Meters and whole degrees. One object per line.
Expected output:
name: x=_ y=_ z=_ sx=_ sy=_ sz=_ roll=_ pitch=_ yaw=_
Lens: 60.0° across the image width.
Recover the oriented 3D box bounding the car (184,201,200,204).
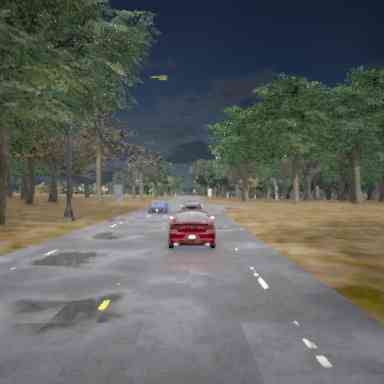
car: x=0.000 y=1.540 z=29.667 sx=1.837 sy=1.490 sz=4.892 roll=0 pitch=0 yaw=0

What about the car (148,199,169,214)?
car: x=-3.500 y=1.541 z=35.670 sx=1.882 sy=1.535 sz=5.008 roll=0 pitch=0 yaw=0

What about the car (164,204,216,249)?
car: x=0.000 y=1.495 z=14.659 sx=1.882 sy=1.535 sz=5.008 roll=0 pitch=0 yaw=0
